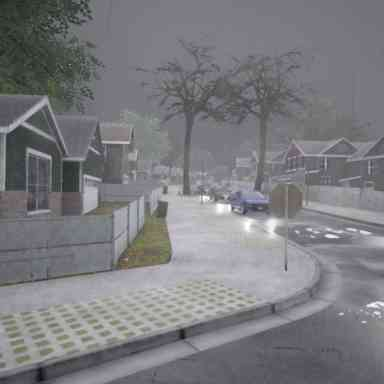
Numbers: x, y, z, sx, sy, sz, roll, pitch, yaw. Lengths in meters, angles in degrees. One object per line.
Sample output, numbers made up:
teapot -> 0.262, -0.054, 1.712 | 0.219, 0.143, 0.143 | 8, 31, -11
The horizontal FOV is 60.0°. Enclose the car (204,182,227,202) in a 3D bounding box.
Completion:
car -> 2.898, 0.143, 33.064 | 2.128, 1.511, 4.902 | 1, 3, -6

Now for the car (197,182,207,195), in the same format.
car -> 1.736, -0.387, 44.035 | 2.128, 1.511, 4.902 | 1, 3, -6

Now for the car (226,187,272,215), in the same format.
car -> 3.977, 0.617, 23.025 | 1.882, 1.535, 5.008 | 1, 3, -6
